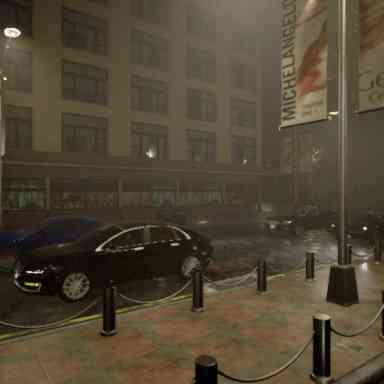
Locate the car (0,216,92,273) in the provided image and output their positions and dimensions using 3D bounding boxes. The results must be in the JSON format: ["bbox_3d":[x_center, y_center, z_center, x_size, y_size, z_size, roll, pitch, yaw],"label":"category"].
[{"bbox_3d":[-4.326,1.525,10.760,4.674,1.442,1.812,0,0,-35],"label":"car"}]

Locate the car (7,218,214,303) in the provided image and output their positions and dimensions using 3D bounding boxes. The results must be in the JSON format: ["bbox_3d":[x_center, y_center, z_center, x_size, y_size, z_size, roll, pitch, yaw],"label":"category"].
[{"bbox_3d":[-1.673,1.505,8.333,4.892,1.490,1.837,0,0,-36],"label":"car"}]

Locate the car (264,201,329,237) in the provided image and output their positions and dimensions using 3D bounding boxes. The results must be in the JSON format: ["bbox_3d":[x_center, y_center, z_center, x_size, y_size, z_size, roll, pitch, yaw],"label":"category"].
[{"bbox_3d":[6.051,1.489,18.178,4.902,1.511,2.128,0,0,-35],"label":"car"}]

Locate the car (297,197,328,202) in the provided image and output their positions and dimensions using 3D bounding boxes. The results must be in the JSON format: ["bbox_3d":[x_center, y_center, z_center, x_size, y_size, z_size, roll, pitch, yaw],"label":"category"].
[{"bbox_3d":[17.242,1.482,47.973,2.128,1.511,4.902,0,0,-37],"label":"car"}]

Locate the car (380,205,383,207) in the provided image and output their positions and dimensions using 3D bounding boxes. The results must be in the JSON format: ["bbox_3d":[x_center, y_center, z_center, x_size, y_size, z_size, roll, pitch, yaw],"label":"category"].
[{"bbox_3d":[14.783,1.557,24.499,4.181,1.385,1.994,0,0,-36],"label":"car"}]

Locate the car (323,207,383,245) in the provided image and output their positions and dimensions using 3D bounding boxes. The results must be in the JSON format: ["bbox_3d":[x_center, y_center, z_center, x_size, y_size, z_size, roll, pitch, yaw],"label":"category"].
[{"bbox_3d":[8.509,1.597,15.635,4.718,1.301,1.895,0,0,-35],"label":"car"}]
